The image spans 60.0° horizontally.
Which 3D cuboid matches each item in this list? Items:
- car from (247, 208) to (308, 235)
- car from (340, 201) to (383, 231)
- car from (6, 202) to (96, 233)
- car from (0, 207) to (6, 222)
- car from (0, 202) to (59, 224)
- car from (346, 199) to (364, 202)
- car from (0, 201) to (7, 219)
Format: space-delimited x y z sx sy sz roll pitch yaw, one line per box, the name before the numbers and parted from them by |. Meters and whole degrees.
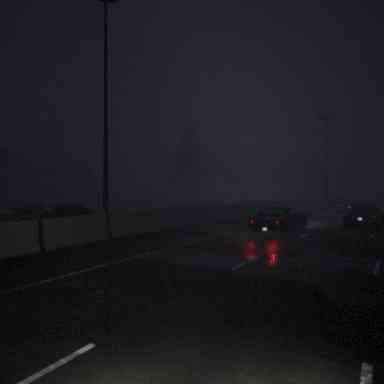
car | 4.812 1.495 18.110 1.895 1.301 4.718 0 0 34
car | 10.438 1.454 19.944 1.994 1.385 4.181 0 0 36
car | -7.502 1.400 18.740 1.812 1.442 4.674 0 0 32
car | -11.987 1.399 18.095 1.812 1.442 4.674 0 0 31
car | -12.353 1.436 24.193 1.895 1.301 4.718 0 0 33
car | 16.022 1.384 32.425 1.994 1.385 4.181 0 0 41
car | -16.254 1.392 24.506 1.994 1.385 4.181 0 0 32
